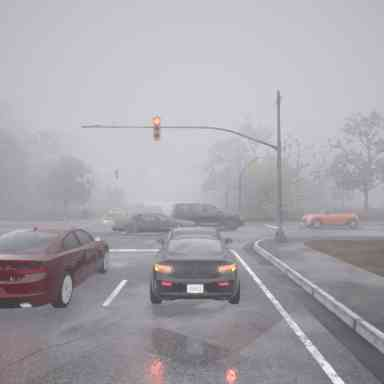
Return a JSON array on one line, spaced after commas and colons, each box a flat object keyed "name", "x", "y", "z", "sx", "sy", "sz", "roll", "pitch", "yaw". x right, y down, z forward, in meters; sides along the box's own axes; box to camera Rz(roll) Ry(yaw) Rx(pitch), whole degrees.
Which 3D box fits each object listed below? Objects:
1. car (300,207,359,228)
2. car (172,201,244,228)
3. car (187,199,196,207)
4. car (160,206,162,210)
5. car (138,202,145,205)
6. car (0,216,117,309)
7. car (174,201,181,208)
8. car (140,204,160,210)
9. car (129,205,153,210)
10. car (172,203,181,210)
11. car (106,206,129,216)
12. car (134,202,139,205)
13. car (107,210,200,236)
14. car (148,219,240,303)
[{"name": "car", "x": 11.757, "y": 2.162, "z": 28.653, "sx": 4.553, "sy": 1.767, "sz": 2.097, "roll": 0, "pitch": -3, "yaw": -2}, {"name": "car", "x": 1.077, "y": 1.869, "z": 24.898, "sx": 5.566, "sy": 2.045, "sz": 2.150, "roll": 0, "pitch": -2, "yaw": 1}, {"name": "car", "x": -0.253, "y": 2.890, "z": 87.001, "sx": 2.097, "sy": 1.767, "sz": 4.553, "roll": 0, "pitch": 0, "yaw": -4}, {"name": "car", "x": -7.144, "y": 3.307, "z": 66.690, "sx": 2.128, "sy": 1.511, "sz": 4.902, "roll": 0, "pitch": 0, "yaw": 0}, {"name": "car", "x": -10.644, "y": 3.037, "z": 66.546, "sx": 2.150, "sy": 2.045, "sz": 5.566, "roll": 0, "pitch": 0, "yaw": 0}, {"name": "car", "x": -3.432, "y": 1.556, "z": 8.110, "sx": 1.882, "sy": 1.535, "sz": 5.008, "roll": 0, "pitch": -1, "yaw": 0}, {"name": "car", "x": -3.761, "y": 3.223, "z": 86.876, "sx": 1.812, "sy": 1.442, "sz": 4.674, "roll": 0, "pitch": 0, "yaw": -4}, {"name": "car", "x": -7.189, "y": 3.253, "z": 56.633, "sx": 2.128, "sy": 1.511, "sz": 4.902, "roll": 0, "pitch": -1, "yaw": 0}, {"name": "car", "x": -7.173, "y": 3.034, "z": 47.162, "sx": 1.882, "sy": 1.535, "sz": 5.008, "roll": 0, "pitch": -2, "yaw": 1}, {"name": "car", "x": -3.642, "y": 3.353, "z": 76.965, "sx": 1.895, "sy": 1.301, "sz": 4.718, "roll": 0, "pitch": 0, "yaw": 0}, {"name": "car", "x": -10.684, "y": 3.030, "z": 47.027, "sx": 1.882, "sy": 1.535, "sz": 5.008, "roll": 0, "pitch": -2, "yaw": 0}, {"name": "car", "x": -10.687, "y": 3.103, "z": 55.886, "sx": 2.097, "sy": 1.767, "sz": 4.553, "roll": 0, "pitch": -1, "yaw": 0}, {"name": "car", "x": -2.378, "y": 2.046, "z": 21.480, "sx": 5.357, "sy": 1.411, "sz": 2.033, "roll": 0, "pitch": -2, "yaw": 2}, {"name": "car", "x": 0.065, "y": 1.606, "z": 8.255, "sx": 1.812, "sy": 1.442, "sz": 4.674, "roll": 0, "pitch": -1, "yaw": 0}]
